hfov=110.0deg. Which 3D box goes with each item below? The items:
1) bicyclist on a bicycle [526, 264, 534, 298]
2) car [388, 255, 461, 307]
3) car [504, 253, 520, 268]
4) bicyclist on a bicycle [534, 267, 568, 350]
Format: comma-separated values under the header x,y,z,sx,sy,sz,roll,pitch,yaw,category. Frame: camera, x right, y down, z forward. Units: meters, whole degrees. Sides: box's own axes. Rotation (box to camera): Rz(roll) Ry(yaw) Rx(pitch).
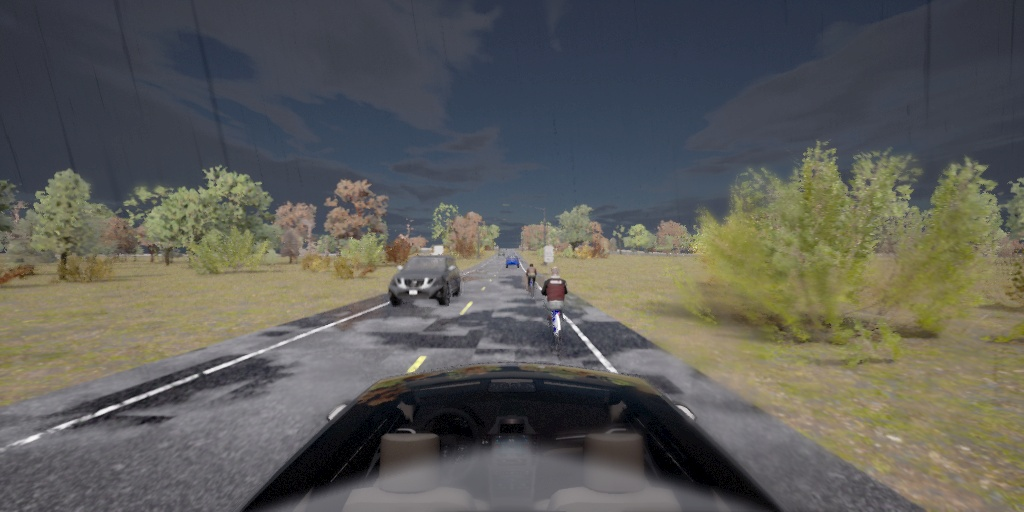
x,y,z,sx,sy,sz,roll,pitch,yaw,category
0.966,1.203,17.627,0.582,1.620,1.656,0,0,0,bicyclist on a bicycle
-3.597,0.973,15.834,2.150,2.045,5.566,0,0,0,car
0.115,0.846,60.209,2.150,2.045,5.566,0,1,0,car
0.965,1.121,8.223,0.659,1.776,1.843,0,0,0,bicyclist on a bicycle
